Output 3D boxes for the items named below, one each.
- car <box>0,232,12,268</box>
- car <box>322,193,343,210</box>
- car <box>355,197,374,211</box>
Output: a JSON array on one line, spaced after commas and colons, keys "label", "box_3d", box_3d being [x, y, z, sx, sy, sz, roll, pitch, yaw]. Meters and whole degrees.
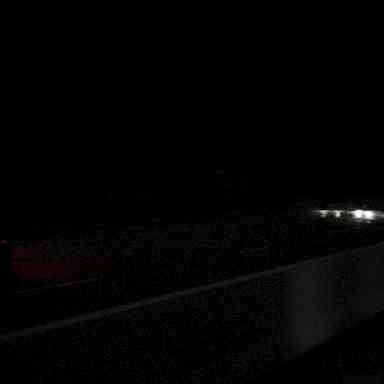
[{"label": "car", "box_3d": [-6.982, 1.525, 7.749, 4.902, 1.511, 2.128, 0, 0, -36]}, {"label": "car", "box_3d": [17.690, 1.162, 41.685, 2.150, 2.045, 5.566, 0, 0, 27]}, {"label": "car", "box_3d": [20.847, 1.409, 40.268, 2.128, 1.511, 4.902, 0, 0, 26]}]
